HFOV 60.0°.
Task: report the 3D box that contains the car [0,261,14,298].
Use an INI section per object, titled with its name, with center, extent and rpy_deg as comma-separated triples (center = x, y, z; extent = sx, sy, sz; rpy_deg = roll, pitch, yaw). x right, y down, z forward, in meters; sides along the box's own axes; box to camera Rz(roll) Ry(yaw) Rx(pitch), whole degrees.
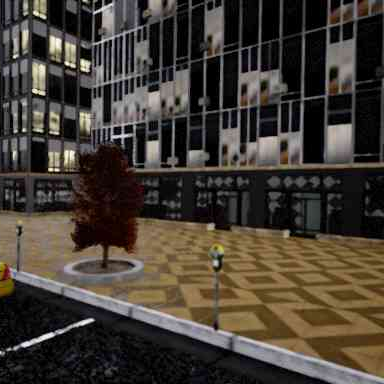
[car]
center = -5.500, 1.407, 6.793
extent = 4.829, 1.417, 1.752
rpy_deg = 1, 1, 36
